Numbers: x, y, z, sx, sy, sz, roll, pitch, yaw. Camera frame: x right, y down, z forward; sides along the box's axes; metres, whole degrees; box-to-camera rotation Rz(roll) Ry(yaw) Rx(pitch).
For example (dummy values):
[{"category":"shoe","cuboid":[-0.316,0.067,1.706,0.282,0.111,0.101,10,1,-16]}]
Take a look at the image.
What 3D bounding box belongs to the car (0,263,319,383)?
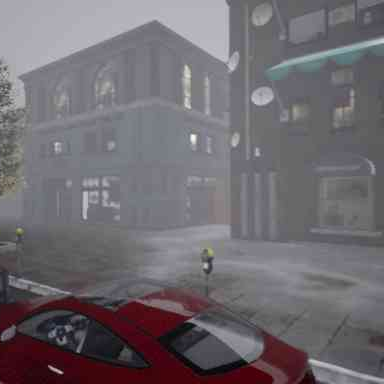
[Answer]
[{"category":"car","cuboid":[-0.857,1.604,3.485,4.206,1.307,1.802,-1,0,35]}]
